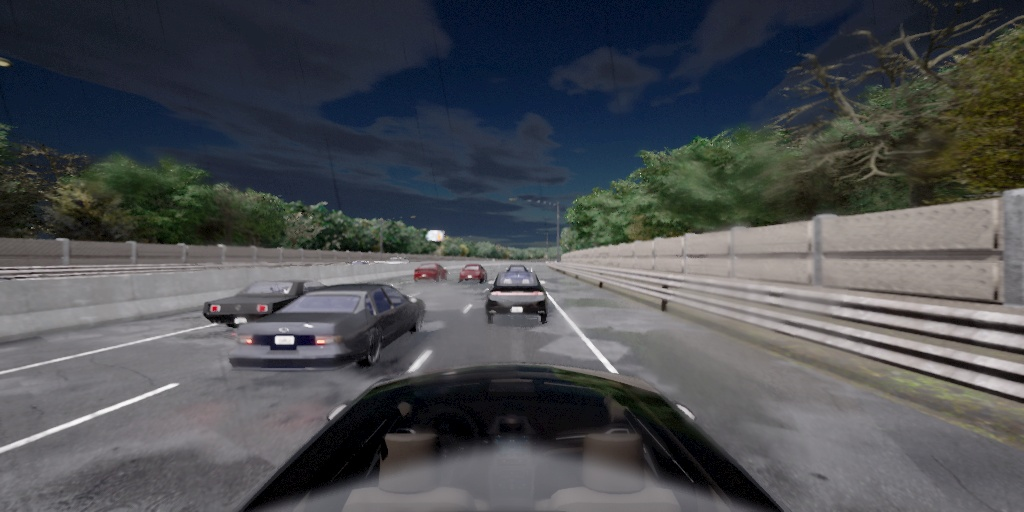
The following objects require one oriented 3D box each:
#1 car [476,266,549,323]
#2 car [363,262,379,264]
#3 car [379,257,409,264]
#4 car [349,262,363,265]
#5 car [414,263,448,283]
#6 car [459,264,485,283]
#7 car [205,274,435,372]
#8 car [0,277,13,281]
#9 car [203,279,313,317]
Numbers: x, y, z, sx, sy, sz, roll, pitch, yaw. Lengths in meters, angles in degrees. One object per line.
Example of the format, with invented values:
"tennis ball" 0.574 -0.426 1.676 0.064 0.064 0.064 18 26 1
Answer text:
"car" 0.166 1.263 12.246 2.128 1.511 4.902 0 0 1
"car" -19.888 1.595 53.705 1.895 1.301 4.718 0 0 3
"car" -16.501 1.202 51.275 2.150 2.045 5.566 0 0 3
"car" -23.339 1.545 54.634 2.033 1.411 5.357 0 0 3
"car" -6.544 1.324 29.443 1.882 1.535 5.008 0 0 1
"car" -3.070 1.371 28.805 1.812 1.442 4.674 0 0 1
"car" -3.374 1.306 7.855 2.033 1.411 5.357 0 0 0
"car" -17.551 1.307 10.949 2.033 1.411 5.357 0 0 0
"car" -6.846 1.366 11.306 1.895 1.301 4.718 0 0 0
